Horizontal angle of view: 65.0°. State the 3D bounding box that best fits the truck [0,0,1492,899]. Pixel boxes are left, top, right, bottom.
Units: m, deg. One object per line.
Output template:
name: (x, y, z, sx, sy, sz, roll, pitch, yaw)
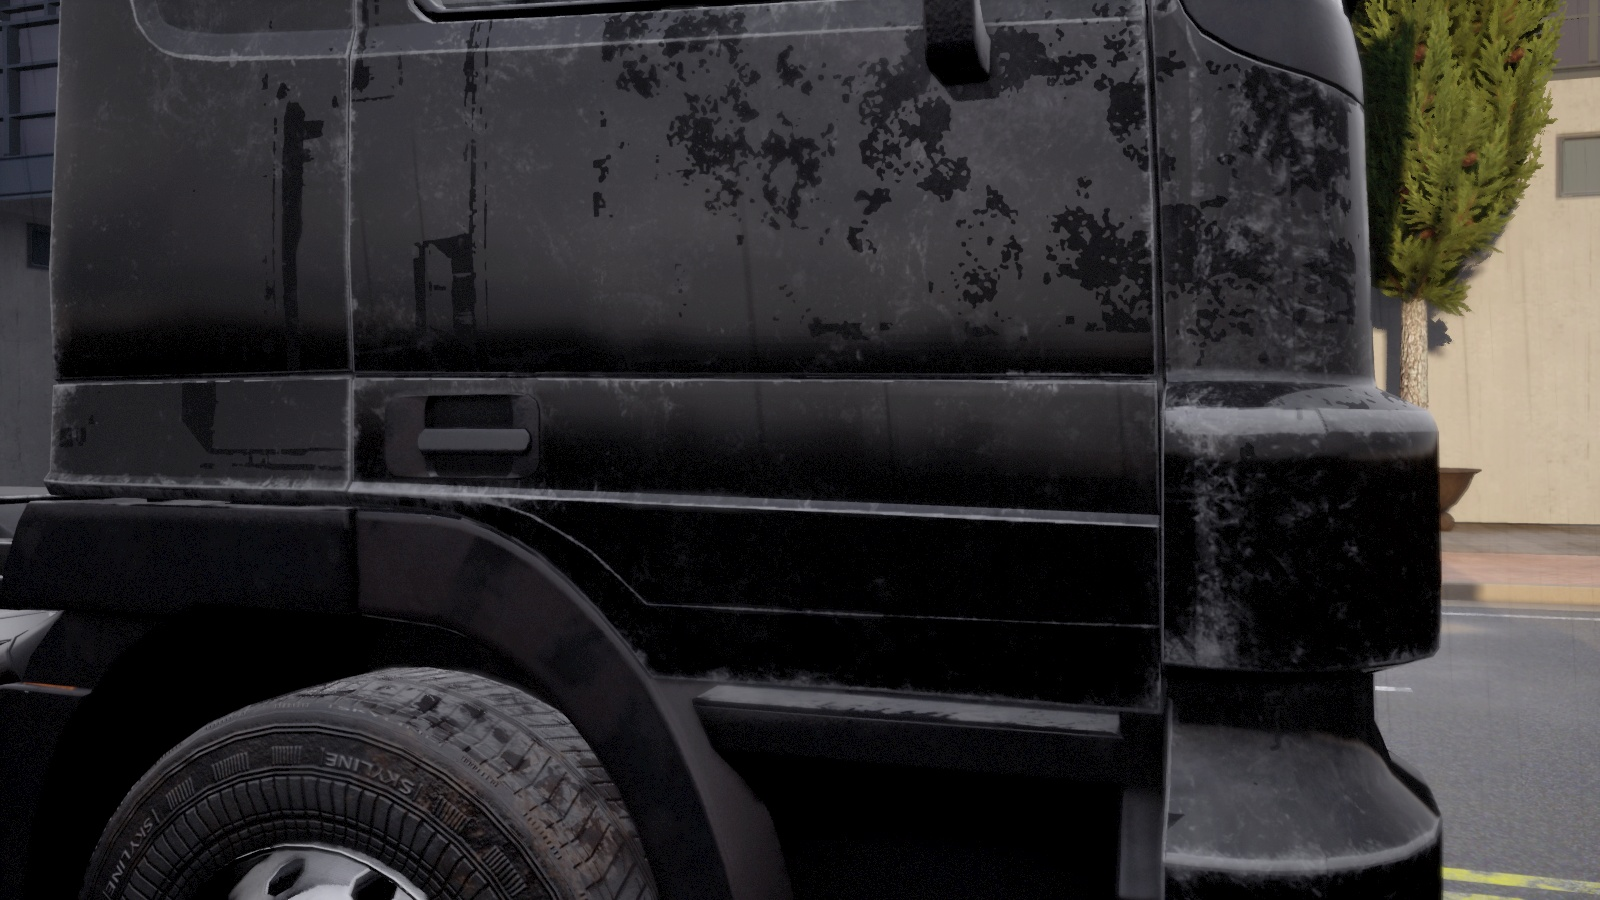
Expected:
truck: (-2.510, -0.230, 4.057, 7.936, 3.462, 2.891, 1, 1, 19)
